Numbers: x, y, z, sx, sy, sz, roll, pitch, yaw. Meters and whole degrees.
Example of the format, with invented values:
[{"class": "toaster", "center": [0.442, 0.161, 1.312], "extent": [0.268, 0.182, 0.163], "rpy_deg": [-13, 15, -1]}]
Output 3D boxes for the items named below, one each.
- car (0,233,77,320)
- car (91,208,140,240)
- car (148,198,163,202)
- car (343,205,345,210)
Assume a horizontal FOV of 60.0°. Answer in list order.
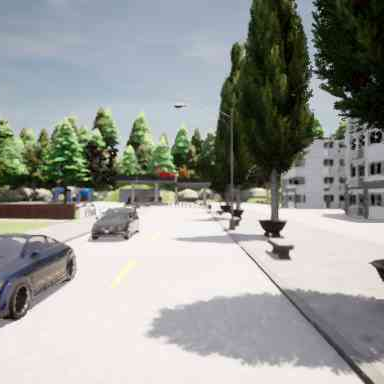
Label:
[{"class": "car", "center": [-4.087, 1.631, 7.316], "extent": [1.994, 1.385, 4.181], "rpy_deg": [0, -1, 0]}, {"class": "car", "center": [-4.035, 1.668, 18.259], "extent": [1.837, 1.490, 4.892], "rpy_deg": [0, -1, 1]}, {"class": "car", "center": [-8.951, 2.134, 81.077], "extent": [3.633, 1.501, 1.845], "rpy_deg": [0, -1, 0]}, {"class": "car", "center": [23.636, 2.083, 46.007], "extent": [4.974, 1.542, 2.038], "rpy_deg": [0, -1, 30]}]
